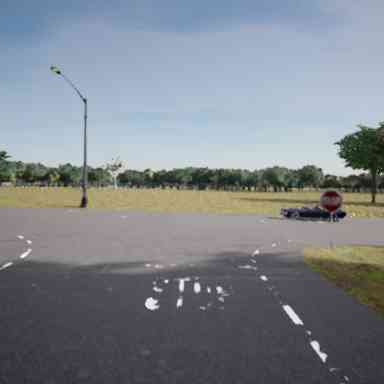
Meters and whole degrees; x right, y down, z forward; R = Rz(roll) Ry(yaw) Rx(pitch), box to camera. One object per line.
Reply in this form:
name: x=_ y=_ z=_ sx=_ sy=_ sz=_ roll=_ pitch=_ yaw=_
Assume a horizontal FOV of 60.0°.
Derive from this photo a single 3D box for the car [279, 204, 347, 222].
car: x=9.359 y=1.562 z=26.051 sx=4.718 sy=1.301 sz=1.895 roll=2 pitch=2 yaw=0
